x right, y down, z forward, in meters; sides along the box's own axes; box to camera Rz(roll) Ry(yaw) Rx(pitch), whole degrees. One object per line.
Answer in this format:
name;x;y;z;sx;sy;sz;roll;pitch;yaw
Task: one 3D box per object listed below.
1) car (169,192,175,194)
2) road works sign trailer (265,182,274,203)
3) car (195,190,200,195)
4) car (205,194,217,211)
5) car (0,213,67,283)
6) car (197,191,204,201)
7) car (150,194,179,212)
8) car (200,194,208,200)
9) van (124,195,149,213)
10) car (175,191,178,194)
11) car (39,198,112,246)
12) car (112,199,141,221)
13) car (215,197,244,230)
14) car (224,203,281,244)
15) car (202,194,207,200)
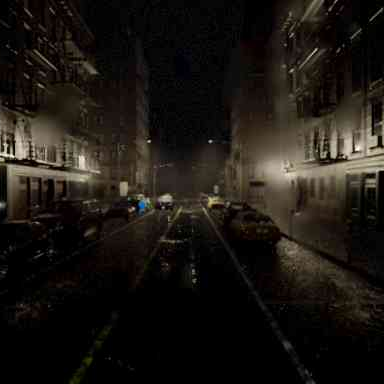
car;-5.371;1.057;74.208;1.752;1.417;4.829;0;0;0
road works sign trailer;13.408;0.045;53.596;2.880;3.560;2.380;0;0;0
car;2.658;0.861;91.422;1.967;1.590;4.097;0;0;0
car;2.653;1.294;36.585;1.752;1.417;4.829;0;0;0
car;-5.395;1.506;9.385;1.947;1.339;4.313;0;0;0
car;2.653;1.118;68.696;2.008;1.369;4.403;0;0;0
car;-2.818;1.267;35.376;2.128;1.511;4.902;0;0;0
car;2.654;1.113;74.378;1.802;1.307;4.206;0;0;0
van;-5.384;1.145;31.008;1.690;1.788;3.998;0;0;0
car;-5.368;1.024;85.740;1.947;1.339;4.313;0;0;0
car;-5.392;1.221;14.789;2.192;1.841;5.009;0;0;0
car;-5.387;1.419;25.603;1.802;1.307;4.206;0;0;0
car;2.664;1.312;20.195;1.967;1.590;4.097;0;0;0
car;2.668;1.430;14.960;1.752;1.417;4.829;0;0;0
car;2.649;1.287;41.821;2.008;1.369;4.403;0;0;0
